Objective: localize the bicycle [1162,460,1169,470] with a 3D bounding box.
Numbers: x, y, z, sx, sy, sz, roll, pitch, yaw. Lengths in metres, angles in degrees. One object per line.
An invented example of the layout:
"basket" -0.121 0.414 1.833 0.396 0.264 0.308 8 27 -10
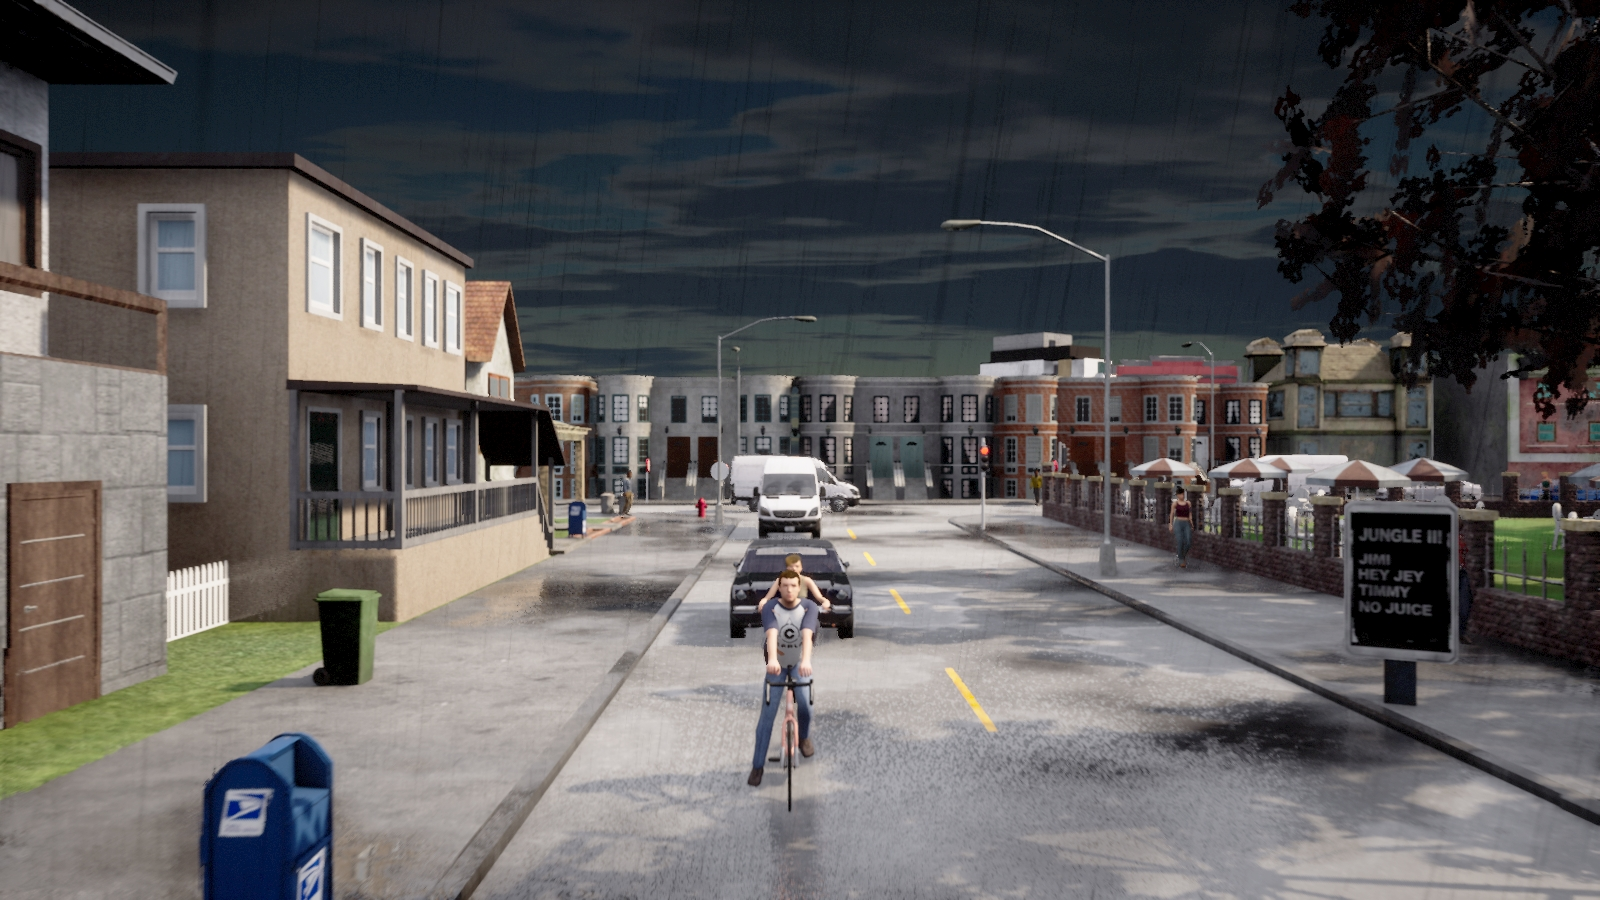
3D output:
"bicycle" 48.177 1.949 150.485 0.373 1.296 1.643 0 0 0

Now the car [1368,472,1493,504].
"car" 30.912 1.846 56.143 4.892 1.480 2.231 0 0 0

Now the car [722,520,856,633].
"car" -0.171 1.937 18.554 1.895 1.301 4.718 0 0 0

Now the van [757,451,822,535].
"van" -0.346 1.318 37.829 1.988 2.561 5.915 0 0 -1

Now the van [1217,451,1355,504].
"van" 23.801 1.320 56.091 5.915 2.561 1.988 0 0 0

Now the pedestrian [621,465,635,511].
"pedestrian" -6.967 1.532 46.299 0.375 1.860 0.375 0 0 34

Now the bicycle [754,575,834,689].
"bicycle" -0.069 2.037 13.040 0.859 1.080 1.487 0 -1 -1

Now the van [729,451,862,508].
"van" -0.202 1.320 51.890 5.915 2.561 1.988 0 0 0

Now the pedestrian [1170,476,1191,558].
"pedestrian" 8.755 1.527 26.282 0.375 1.860 0.375 0 0 2

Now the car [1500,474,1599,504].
"car" 37.754 1.890 56.214 5.357 1.411 2.033 0 0 0

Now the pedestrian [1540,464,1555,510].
"pedestrian" 30.976 1.528 47.366 0.375 1.860 0.375 0 0 -2

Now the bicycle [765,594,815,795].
"bicycle" -0.086 1.937 9.395 0.373 1.296 1.643 0 0 -1

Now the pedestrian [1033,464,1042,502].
"pedestrian" 11.662 1.634 56.101 0.375 1.860 0.375 0 0 16
